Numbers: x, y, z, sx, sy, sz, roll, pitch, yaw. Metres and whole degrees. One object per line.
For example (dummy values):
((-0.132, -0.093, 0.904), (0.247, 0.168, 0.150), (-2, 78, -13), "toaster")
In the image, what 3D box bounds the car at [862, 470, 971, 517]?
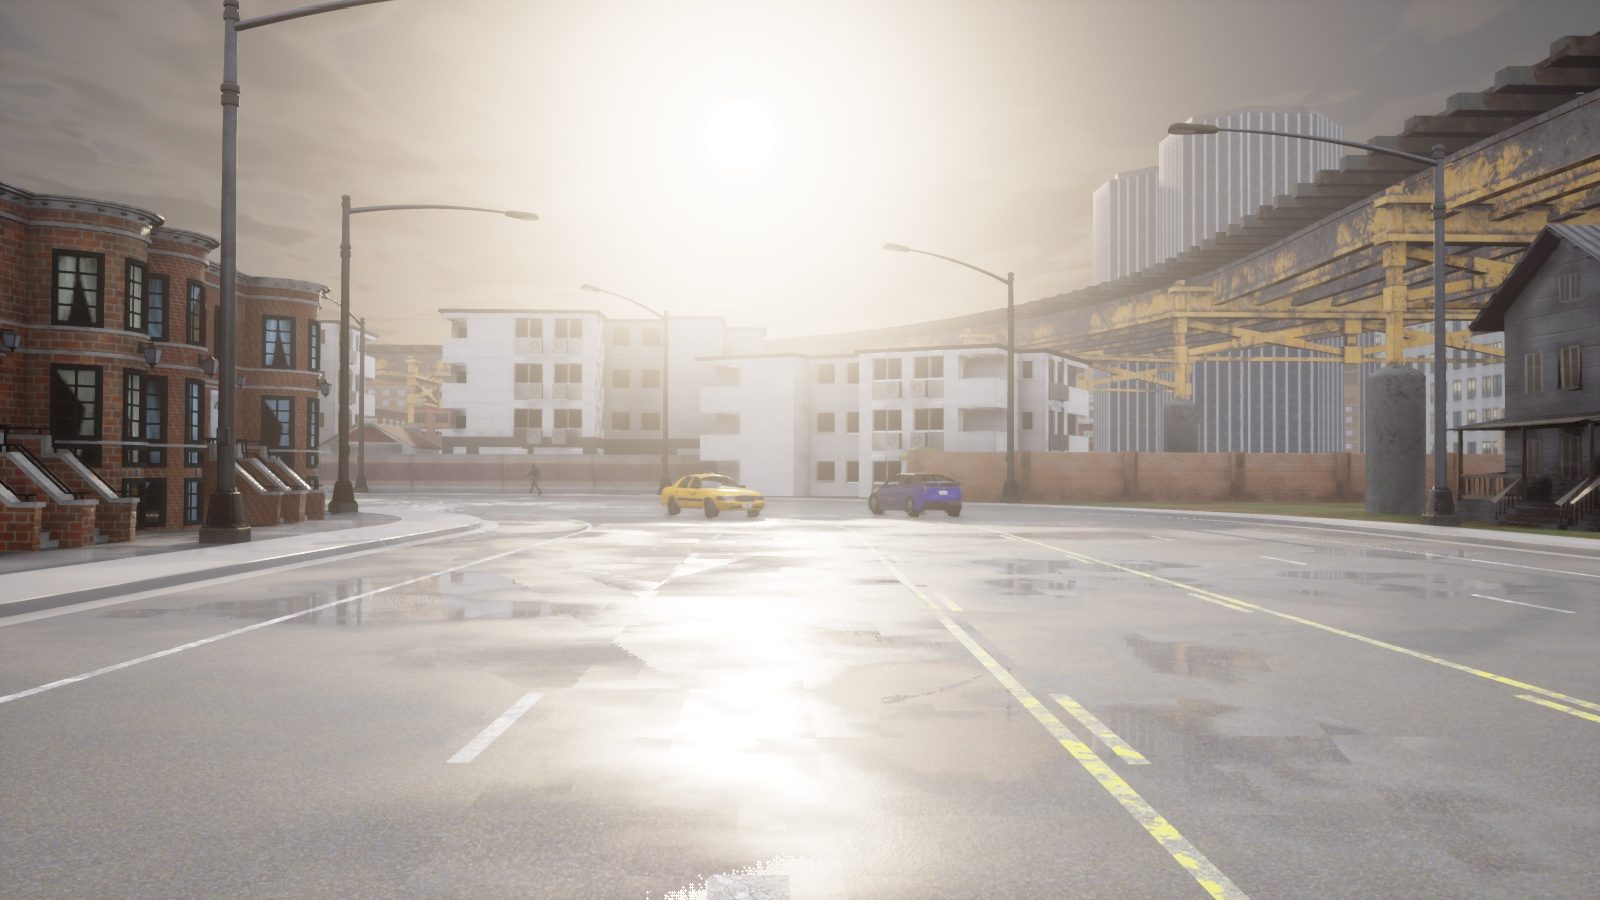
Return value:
((4.014, 1.484, 44.118), (2.007, 1.525, 4.514), (0, -1, -21), "car")

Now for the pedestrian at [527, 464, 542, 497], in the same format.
((-14.976, 1.715, 70.771), (0.726, 1.835, 0.370), (-1, -1, 27), "pedestrian")

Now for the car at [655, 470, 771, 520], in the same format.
((-3.040, 1.481, 42.720), (1.801, 1.575, 5.366), (0, -1, -29), "car")
